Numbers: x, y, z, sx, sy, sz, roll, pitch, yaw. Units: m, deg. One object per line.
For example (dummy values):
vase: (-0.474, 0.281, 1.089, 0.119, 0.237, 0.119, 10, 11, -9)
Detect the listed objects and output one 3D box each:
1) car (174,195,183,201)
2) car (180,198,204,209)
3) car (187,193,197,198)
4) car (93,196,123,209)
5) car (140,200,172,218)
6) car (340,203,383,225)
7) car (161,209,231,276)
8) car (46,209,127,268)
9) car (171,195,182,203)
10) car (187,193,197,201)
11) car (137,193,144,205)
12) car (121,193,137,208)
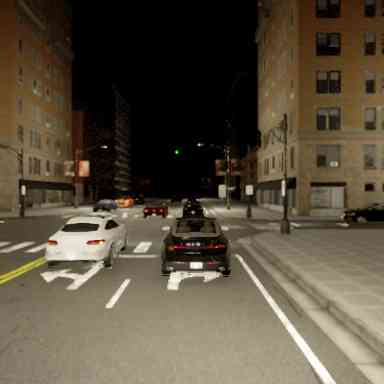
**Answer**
car: (-3.260, 1.475, 79.178, 1.994, 1.385, 4.181, 0, 0, 0)
car: (0.096, 1.519, 30.309, 1.812, 1.442, 4.674, 0, 0, 0)
car: (-0.008, 1.480, 67.314, 1.837, 1.490, 4.892, 0, 0, 0)
car: (-9.850, 1.538, 38.315, 2.033, 1.411, 5.357, 0, 0, 0)
car: (-3.156, 1.595, 29.802, 1.895, 1.301, 4.718, 0, 0, 0)
car: (13.053, 1.528, 23.548, 4.902, 1.511, 2.128, 0, 0, -1)
car: (0.116, 1.503, 10.342, 1.837, 1.490, 4.892, 0, 0, 0)
car: (-3.362, 1.524, 11.226, 1.812, 1.442, 4.674, 0, 0, -3)
car: (-3.258, 1.502, 67.314, 1.812, 1.442, 4.674, 0, 0, 0)
car: (-0.010, 1.149, 79.255, 2.150, 2.045, 5.566, 0, 0, 0)
car: (-9.757, 1.202, 58.618, 2.150, 2.045, 5.566, 0, 0, 0)
car: (-9.825, 1.338, 48.205, 2.097, 1.767, 4.553, 0, 0, 0)
